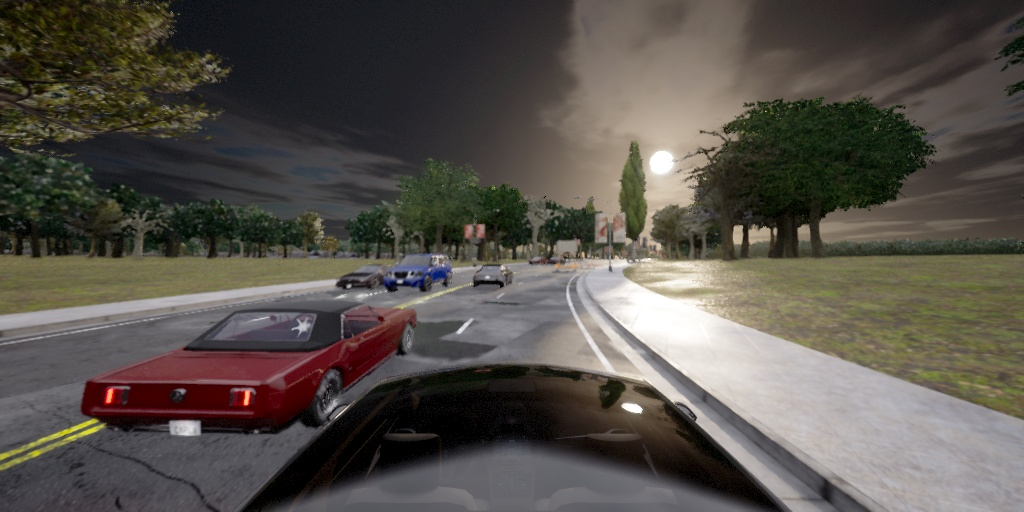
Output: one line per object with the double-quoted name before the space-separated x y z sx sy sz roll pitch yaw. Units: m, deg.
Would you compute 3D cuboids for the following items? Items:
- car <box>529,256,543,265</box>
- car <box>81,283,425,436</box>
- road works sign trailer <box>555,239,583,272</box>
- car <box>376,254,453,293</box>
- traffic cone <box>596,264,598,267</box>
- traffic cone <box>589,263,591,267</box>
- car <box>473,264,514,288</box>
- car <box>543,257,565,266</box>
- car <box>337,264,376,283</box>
"car" 4.470 0.811 61.719 1.882 1.535 5.008 0 0 25
"car" -2.995 1.328 5.592 1.895 1.301 4.718 0 0 2
"road works sign trailer" 6.271 -0.067 40.462 2.380 3.560 2.880 0 0 21
"car" -5.091 0.884 20.329 2.150 2.045 5.566 0 0 9
"traffic cone" 12.371 1.271 52.056 0.340 0.580 0.340 0 0 21
"traffic cone" 11.438 1.278 52.409 0.340 0.580 0.340 0 0 21
"car" -1.109 1.209 23.060 1.994 1.385 4.181 0 0 10
"car" 7.453 0.860 60.416 2.033 1.411 5.357 0 0 25
"car" -8.201 1.205 21.537 2.033 1.411 5.357 0 0 9
